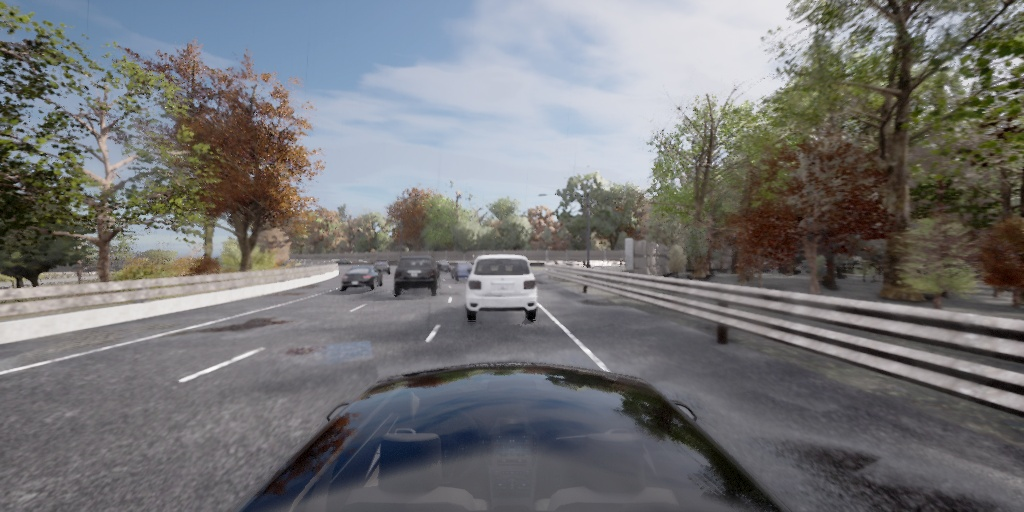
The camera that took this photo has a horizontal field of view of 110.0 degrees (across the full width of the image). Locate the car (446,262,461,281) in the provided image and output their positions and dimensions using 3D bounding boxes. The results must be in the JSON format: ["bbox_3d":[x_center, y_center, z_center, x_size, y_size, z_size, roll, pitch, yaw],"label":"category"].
[{"bbox_3d":[-4.233,1.362,31.222,2.033,1.411,5.357,0,0,-16],"label":"car"}]

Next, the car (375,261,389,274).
[{"bbox_3d":[-15.572,1.360,42.632,2.128,1.511,4.902,0,0,-23],"label":"car"}]

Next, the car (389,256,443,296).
[{"bbox_3d":[-5.210,1.020,20.154,2.150,2.045,5.566,0,0,-9],"label":"car"}]

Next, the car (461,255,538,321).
[{"bbox_3d":[-0.414,0.991,12.723,2.150,2.045,5.566,0,0,-3],"label":"car"}]

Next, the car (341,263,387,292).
[{"bbox_3d":[-9.185,1.339,22.192,1.812,1.442,4.674,0,0,-11],"label":"car"}]

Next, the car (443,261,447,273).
[{"bbox_3d":[-8.603,1.375,43.808,1.812,1.442,4.674,0,0,-22],"label":"car"}]
